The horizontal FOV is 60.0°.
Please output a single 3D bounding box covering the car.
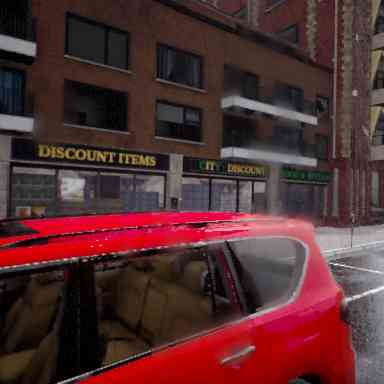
[{"bbox_3d":[-1.149,1.221,2.249,5.566,2.045,2.150,0,0,-35],"label":"car"}]
